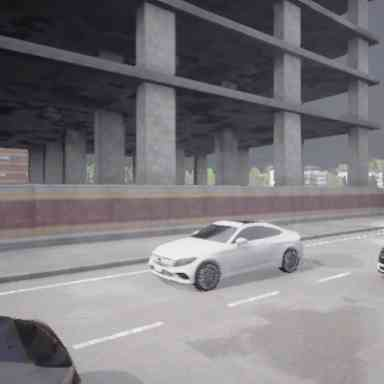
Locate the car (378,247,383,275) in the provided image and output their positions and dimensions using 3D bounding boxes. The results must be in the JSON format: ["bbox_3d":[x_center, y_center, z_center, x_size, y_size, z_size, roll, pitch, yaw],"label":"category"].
[{"bbox_3d":[6.829,1.465,8.809,4.892,1.490,1.837,0,0,-35],"label":"car"}]

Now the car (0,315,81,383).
[{"bbox_3d":[-2.829,1.569,1.943,4.181,1.385,1.994,0,0,-35],"label":"car"}]

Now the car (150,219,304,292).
[{"bbox_3d":[1.126,1.502,9.031,4.674,1.442,1.812,0,0,-35],"label":"car"}]
